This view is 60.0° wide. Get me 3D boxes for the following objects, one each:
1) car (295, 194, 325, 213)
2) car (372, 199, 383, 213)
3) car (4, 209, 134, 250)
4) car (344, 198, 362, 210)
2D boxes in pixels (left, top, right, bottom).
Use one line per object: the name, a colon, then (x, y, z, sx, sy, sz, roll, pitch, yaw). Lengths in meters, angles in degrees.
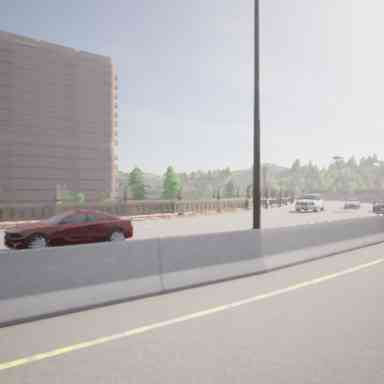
car: (13.487, 1.243, 37.770, 2.150, 2.045, 5.566, 0, 0, 34)
car: (21.304, 1.552, 37.073, 1.812, 1.442, 4.674, 0, 0, 31)
car: (-4.821, 1.480, 13.619, 5.008, 1.535, 1.882, 0, 0, -38)
car: (21.541, 1.556, 44.552, 1.812, 1.442, 4.674, 0, 0, 28)
